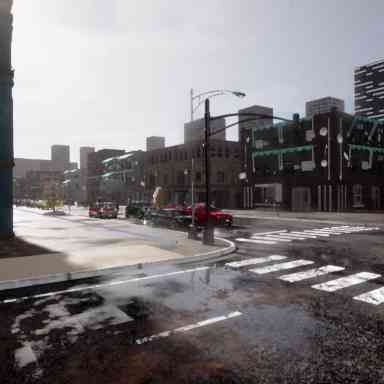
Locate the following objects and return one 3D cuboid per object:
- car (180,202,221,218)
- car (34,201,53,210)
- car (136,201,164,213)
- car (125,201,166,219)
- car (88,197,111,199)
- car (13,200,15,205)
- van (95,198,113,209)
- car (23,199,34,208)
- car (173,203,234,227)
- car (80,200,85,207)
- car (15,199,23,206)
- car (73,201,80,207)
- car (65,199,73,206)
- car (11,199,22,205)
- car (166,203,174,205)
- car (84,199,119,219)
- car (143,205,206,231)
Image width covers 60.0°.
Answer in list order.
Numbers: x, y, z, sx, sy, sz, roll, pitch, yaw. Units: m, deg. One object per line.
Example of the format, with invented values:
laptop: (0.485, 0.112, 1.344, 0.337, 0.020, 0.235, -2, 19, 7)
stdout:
car: (0.797, 1.810, 34.839, 2.008, 1.369, 4.403, -2, 0, -35)
car: (-25.141, 2.233, 56.951, 1.752, 1.417, 4.829, -1, 0, -35)
car: (-5.601, 1.966, 43.871, 1.802, 1.307, 4.206, -1, 0, -35)
car: (-4.897, 1.689, 32.875, 2.097, 1.767, 4.553, -1, 0, -35)
car: (-11.044, 1.678, 41.567, 2.150, 2.045, 5.566, -1, 0, -35)
car: (-41.240, 2.548, 79.672, 2.008, 1.369, 4.403, -1, 0, -35)
van: (-15.207, 1.907, 57.420, 1.690, 1.788, 3.998, -1, 0, -35)
car: (-31.640, 2.376, 66.123, 2.008, 1.369, 4.403, -1, 0, -35)
car: (0.964, 1.698, 24.602, 1.882, 1.535, 5.008, -1, 0, -35)
car: (-18.408, 1.940, 61.936, 2.192, 1.841, 5.009, -1, 0, -35)
car: (-38.042, 2.380, 75.155, 1.967, 1.590, 4.097, -1, 0, -35)
car: (-21.603, 2.228, 66.453, 1.887, 1.381, 4.507, -1, 0, -35)
car: (-28.003, 2.364, 75.486, 1.947, 1.339, 4.313, -1, 0, -35)
car: (-44.439, 2.598, 84.188, 1.887, 1.381, 4.507, -1, 0, -35)
car: (-2.402, 1.904, 39.355, 1.802, 1.307, 4.206, -2, 0, -35)
car: (-9.242, 1.847, 34.508, 1.967, 1.590, 4.097, -1, 0, -35)
car: (-1.315, 1.815, 23.116, 1.947, 1.339, 4.313, -1, 0, -35)
